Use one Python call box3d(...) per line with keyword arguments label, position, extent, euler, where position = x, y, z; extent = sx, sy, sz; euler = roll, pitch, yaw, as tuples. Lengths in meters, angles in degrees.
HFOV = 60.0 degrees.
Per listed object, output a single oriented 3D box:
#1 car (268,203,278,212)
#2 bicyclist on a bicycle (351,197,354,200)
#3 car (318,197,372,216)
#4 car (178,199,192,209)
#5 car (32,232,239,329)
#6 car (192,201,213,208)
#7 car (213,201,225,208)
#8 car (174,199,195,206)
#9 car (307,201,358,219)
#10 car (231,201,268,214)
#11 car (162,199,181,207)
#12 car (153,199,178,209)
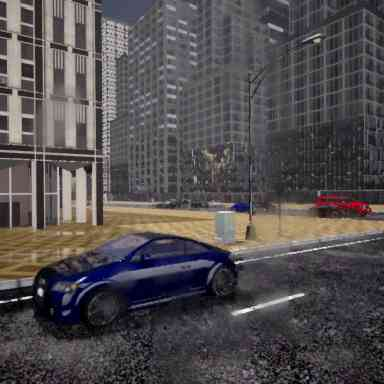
box3d(label="car", position=(9.289, 1.982, 44.816), extent=(1.837, 1.490, 4.892), euler=(-1, 0, -35))
box3d(label="bicyclist on a bicycle", position=(21.996, 1.578, 45.642), extent=(1.656, 1.620, 0.582), euler=(-1, 0, -35))
box3d(label="car", position=(15.957, 1.518, 35.392), extent=(2.150, 2.045, 5.566), euler=(-1, -1, -35))
box3d(label="car", position=(-2.675, 2.313, 61.842), extent=(1.837, 1.490, 4.892), euler=(-1, -1, -35))
box3d(label="car", position=(-1.013, 1.564, 6.961), extent=(4.181, 1.385, 1.994), euler=(0, 0, -36))
box3d(label="car", position=(1.304, 2.305, 61.971), extent=(1.994, 1.385, 4.181), euler=(-1, -1, -35))
box3d(label="car", position=(4.040, 2.311, 63.634), extent=(1.895, 1.301, 4.718), euler=(-1, -1, -35))
box3d(label="car", position=(-1.726, 2.225, 71.769), extent=(2.128, 1.511, 4.902), euler=(-1, -1, -35))
box3d(label="car", position=(13.627, 1.880, 33.063), extent=(1.994, 1.385, 4.181), euler=(-1, -1, -35))
box3d(label="car", position=(6.941, 2.024, 42.503), extent=(1.812, 1.442, 4.674), euler=(-1, -1, -35))
box3d(label="car", position=(-4.378, 2.252, 69.890), extent=(1.812, 1.442, 4.674), euler=(-1, -1, -35))
box3d(label="car", position=(-4.999, 2.426, 59.494), extent=(1.895, 1.301, 4.718), euler=(-1, -1, -35))
